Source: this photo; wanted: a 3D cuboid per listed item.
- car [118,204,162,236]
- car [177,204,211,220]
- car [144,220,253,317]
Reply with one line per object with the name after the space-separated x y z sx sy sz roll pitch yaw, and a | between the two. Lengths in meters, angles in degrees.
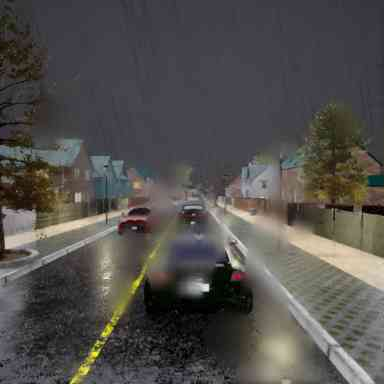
-2.798 1.488 18.671 1.882 1.535 5.008 0 0 0 | car
0.108 1.522 21.226 1.837 1.490 4.892 0 0 1 | car
0.117 1.563 7.555 1.994 1.385 4.181 0 0 0 | car
